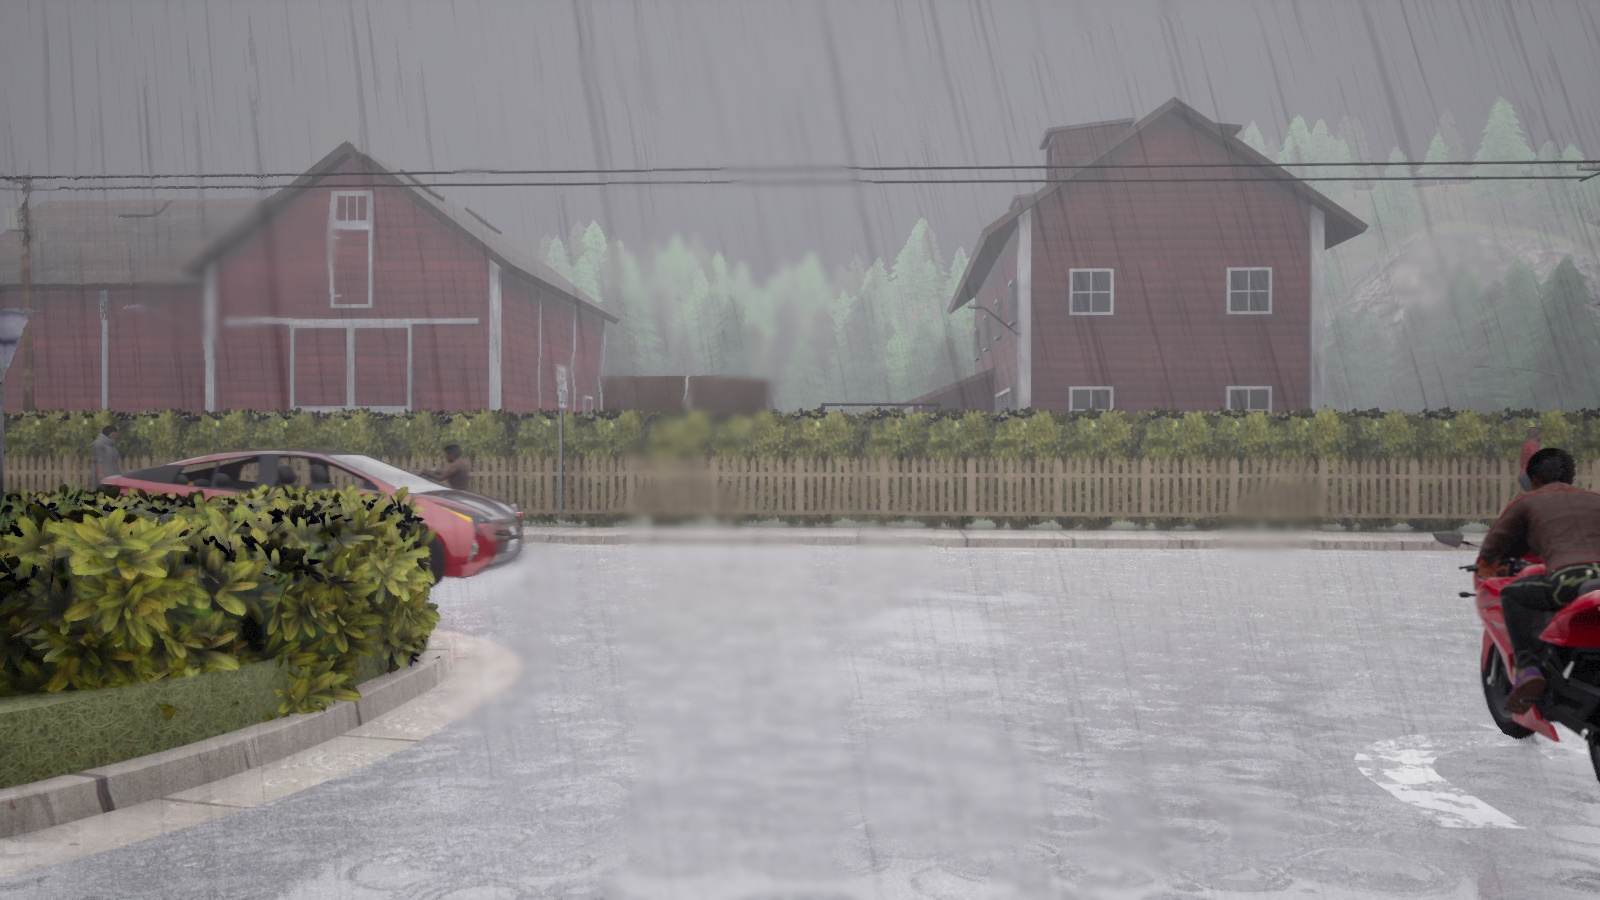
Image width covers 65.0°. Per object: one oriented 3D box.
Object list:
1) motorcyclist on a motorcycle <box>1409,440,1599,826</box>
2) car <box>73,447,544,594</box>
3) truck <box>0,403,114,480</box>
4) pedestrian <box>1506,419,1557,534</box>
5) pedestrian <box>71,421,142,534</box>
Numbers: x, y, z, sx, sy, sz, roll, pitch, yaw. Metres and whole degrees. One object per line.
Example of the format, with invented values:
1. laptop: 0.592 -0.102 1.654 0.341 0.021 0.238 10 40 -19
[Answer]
1. motorcyclist on a motorcycle: 3.581 0.733 5.922 0.797 1.523 2.044 -1 -1 12
2. car: -5.374 0.738 14.144 4.514 1.525 2.007 0 0 4
3. truck: -40.391 -0.396 65.204 2.891 3.827 8.468 -1 -1 22
4. pedestrian: 11.803 0.425 20.265 0.636 1.846 0.331 0 0 11
5. pedestrian: -12.196 0.480 22.091 0.873 1.952 0.659 0 0 2
